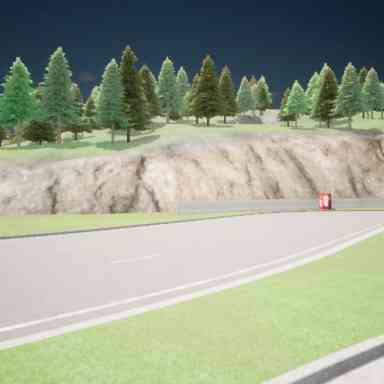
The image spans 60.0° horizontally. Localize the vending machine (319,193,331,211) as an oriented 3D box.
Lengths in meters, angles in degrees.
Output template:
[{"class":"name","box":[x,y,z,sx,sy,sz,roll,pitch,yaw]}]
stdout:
[{"class":"vending machine","box":[15.824,1.175,39.544,0.880,2.100,1.100,0,0,-13]}]
